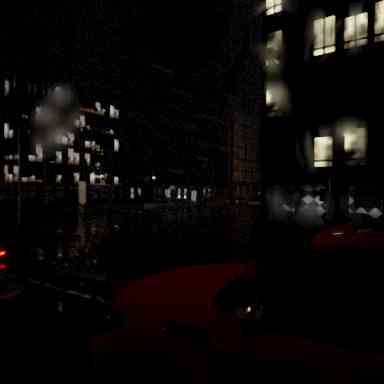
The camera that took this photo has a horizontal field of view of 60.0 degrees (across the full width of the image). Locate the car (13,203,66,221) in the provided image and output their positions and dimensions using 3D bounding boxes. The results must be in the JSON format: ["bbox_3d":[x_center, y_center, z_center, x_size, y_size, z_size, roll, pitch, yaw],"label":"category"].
[{"bbox_3d":[-12.938,1.633,28.546,1.994,1.385,4.181,1,0,37],"label":"car"}]

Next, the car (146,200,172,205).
[{"bbox_3d":[-3.953,1.663,40.641,1.812,1.442,4.674,1,0,37],"label":"car"}]

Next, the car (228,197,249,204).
[{"bbox_3d":[7.831,1.607,56.333,2.097,1.767,4.553,1,0,37],"label":"car"}]

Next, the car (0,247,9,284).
[{"bbox_3d":[-6.254,1.528,8.127,4.674,1.442,1.812,0,0,35],"label":"car"}]

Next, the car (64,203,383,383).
[{"bbox_3d":[1.686,1.222,2.483,5.566,2.045,2.150,0,0,35],"label":"car"}]
